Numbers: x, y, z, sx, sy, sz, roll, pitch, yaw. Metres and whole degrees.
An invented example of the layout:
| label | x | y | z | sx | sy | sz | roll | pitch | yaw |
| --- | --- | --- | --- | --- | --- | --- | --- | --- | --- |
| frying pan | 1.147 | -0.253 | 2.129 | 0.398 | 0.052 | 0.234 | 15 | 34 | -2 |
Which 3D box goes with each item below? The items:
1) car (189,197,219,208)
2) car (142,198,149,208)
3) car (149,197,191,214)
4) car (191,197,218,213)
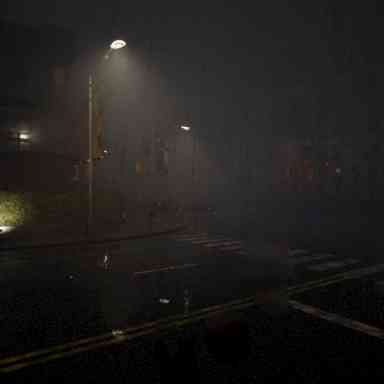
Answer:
| label | x | y | z | sx | sy | sz | roll | pitch | yaw |
| --- | --- | --- | --- | --- | --- | --- | --- | --- | --- |
| car | 1.760 | 1.478 | 49.498 | 1.882 | 1.535 | 5.008 | 0 | 0 | -35 |
| car | -5.113 | 1.492 | 45.110 | 2.128 | 1.511 | 4.902 | 0 | 0 | -34 |
| car | -2.397 | 1.526 | 34.987 | 1.812 | 1.442 | 4.674 | 0 | 0 | -35 |
| car | 0.688 | 1.564 | 36.683 | 1.994 | 1.385 | 4.181 | 0 | 0 | -35 |
